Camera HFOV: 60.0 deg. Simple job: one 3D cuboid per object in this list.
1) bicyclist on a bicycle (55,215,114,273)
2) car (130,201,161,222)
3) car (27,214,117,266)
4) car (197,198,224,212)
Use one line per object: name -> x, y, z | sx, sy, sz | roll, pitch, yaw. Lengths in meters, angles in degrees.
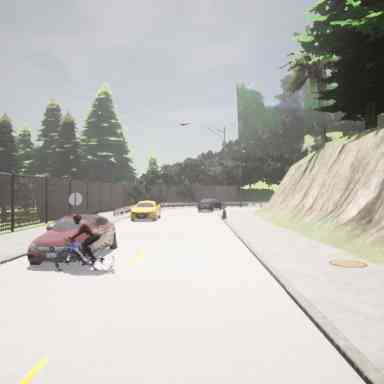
bicyclist on a bicycle -> -3.001, 1.454, 9.254 | 1.656, 1.620, 0.582 | -2, 0, 0
car -> -3.651, 1.478, 26.794 | 1.882, 1.535, 5.008 | 0, 0, 1
car -> -3.924, 1.526, 11.710 | 1.812, 1.442, 4.674 | 0, 0, 1
car -> 2.278, 1.492, 39.053 | 2.128, 1.511, 4.902 | 0, 0, 26
